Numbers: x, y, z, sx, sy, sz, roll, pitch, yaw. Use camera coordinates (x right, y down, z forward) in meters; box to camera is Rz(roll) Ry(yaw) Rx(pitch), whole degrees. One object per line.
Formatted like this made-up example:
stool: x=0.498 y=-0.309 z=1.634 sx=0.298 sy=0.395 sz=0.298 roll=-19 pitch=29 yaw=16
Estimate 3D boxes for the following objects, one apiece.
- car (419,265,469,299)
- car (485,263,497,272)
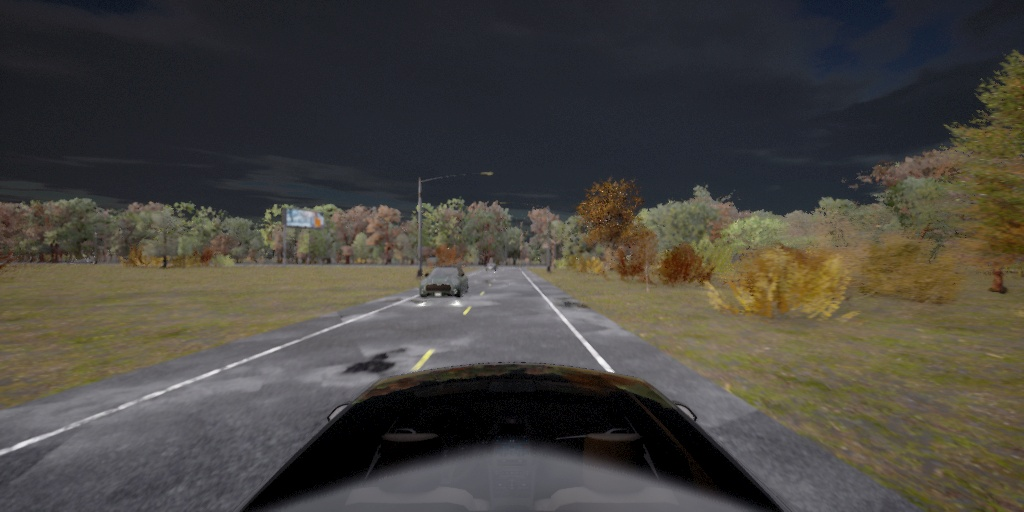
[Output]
car: x=-3.608 y=1.307 z=19.725 sx=2.097 sy=1.767 sz=4.553 roll=0 pitch=-1 yaw=0
car: x=-3.578 y=1.892 z=61.777 sx=2.128 sy=1.511 sz=4.902 roll=0 pitch=-1 yaw=1
